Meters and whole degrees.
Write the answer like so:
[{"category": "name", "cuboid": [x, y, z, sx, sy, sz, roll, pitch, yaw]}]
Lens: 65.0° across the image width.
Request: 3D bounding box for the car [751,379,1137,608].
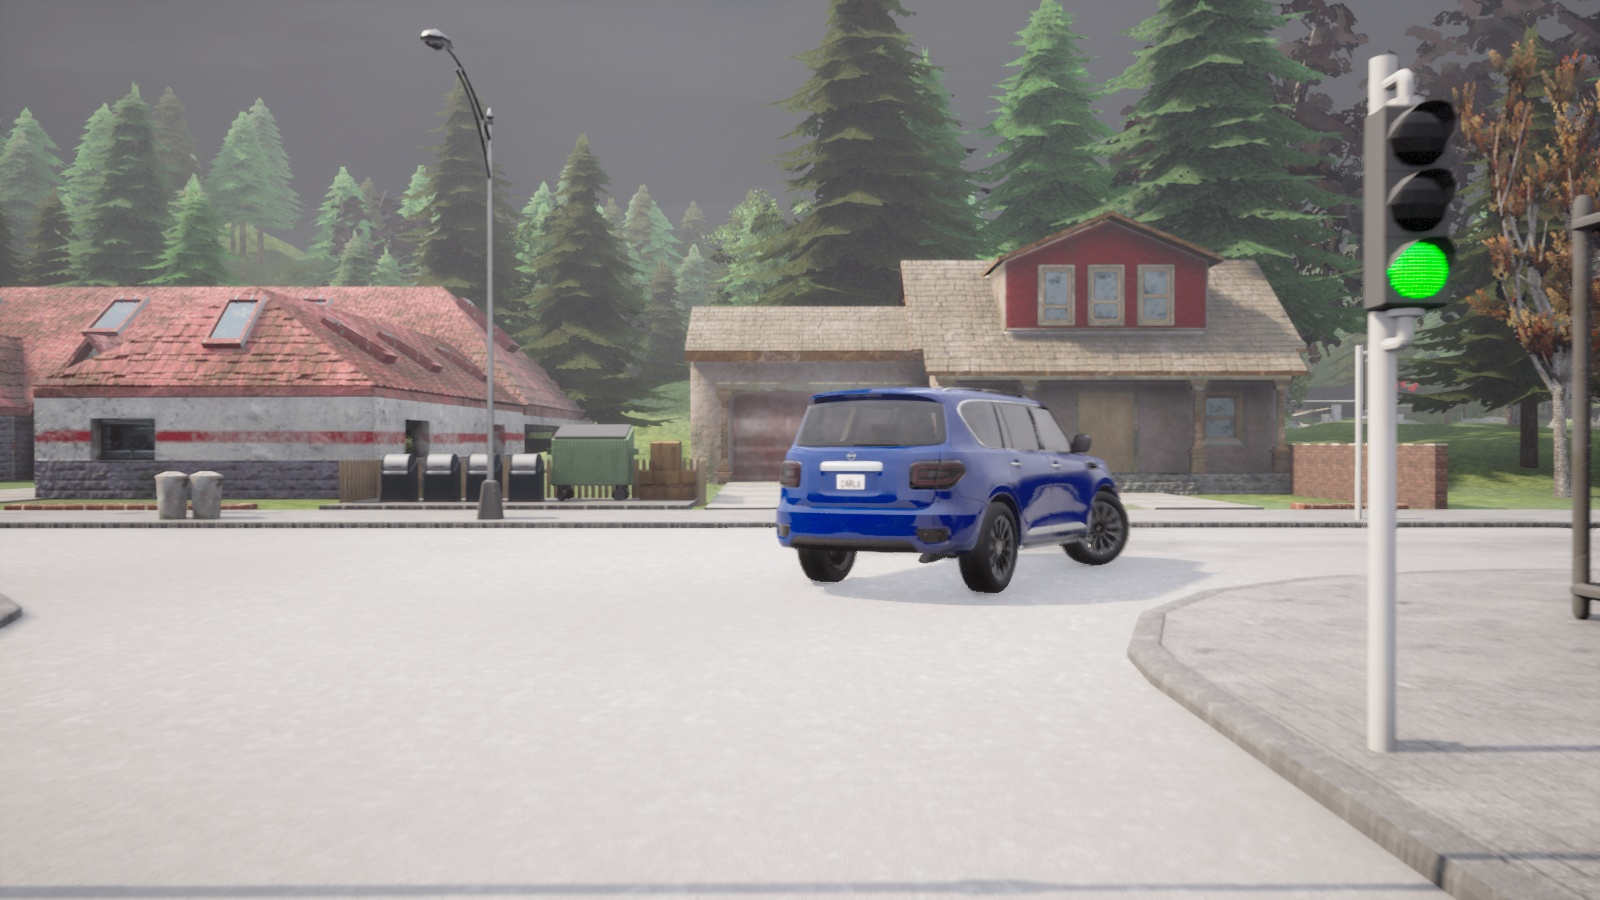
[{"category": "car", "cuboid": [1.898, 0.384, 14.147, 2.150, 2.045, 5.566, 0, 0, 32]}]
